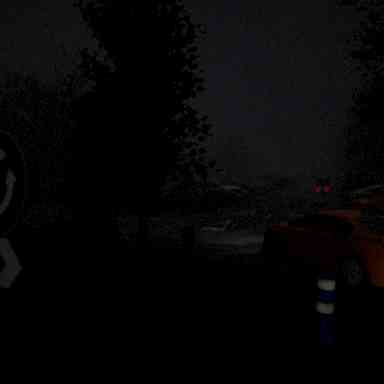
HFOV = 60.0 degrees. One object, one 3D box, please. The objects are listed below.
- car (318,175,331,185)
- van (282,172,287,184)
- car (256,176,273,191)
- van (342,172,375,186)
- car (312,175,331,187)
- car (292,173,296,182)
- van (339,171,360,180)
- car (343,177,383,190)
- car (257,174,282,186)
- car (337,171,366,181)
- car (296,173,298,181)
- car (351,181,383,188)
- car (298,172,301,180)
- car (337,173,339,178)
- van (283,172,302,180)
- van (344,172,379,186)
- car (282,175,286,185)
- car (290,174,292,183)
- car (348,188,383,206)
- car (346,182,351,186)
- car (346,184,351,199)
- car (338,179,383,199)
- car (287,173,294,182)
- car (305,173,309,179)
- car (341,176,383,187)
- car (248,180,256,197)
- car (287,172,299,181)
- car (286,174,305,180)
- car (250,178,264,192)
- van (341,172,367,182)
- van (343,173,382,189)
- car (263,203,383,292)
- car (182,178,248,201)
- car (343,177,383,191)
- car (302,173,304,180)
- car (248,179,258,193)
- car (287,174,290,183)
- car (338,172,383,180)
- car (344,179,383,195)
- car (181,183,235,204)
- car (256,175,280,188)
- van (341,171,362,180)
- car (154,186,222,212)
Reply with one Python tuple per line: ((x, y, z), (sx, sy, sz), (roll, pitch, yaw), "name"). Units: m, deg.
((23.301, -2.171, 58.332), (1.882, 1.535, 5.008), (0, 4, 23), "car")
((12.601, -1.941, 53.775), (4.442, 1.987, 1.878), (0, 4, 23), "van")
((6.895, -0.848, 41.307), (5.366, 1.575, 1.946), (0, 4, 23), "car")
((25.466, -2.012, 51.167), (4.442, 1.987, 1.878), (0, 4, 23), "van")
((19.232, -1.532, 48.895), (2.128, 1.511, 4.902), (0, 4, 23), "car")
((16.716, -2.396, 64.087), (5.366, 1.575, 1.946), (0, 4, 23), "car")
((38.655, -4.039, 81.759), (4.442, 1.987, 1.878), (0, 3, 23), "van")
((21.227, -1.074, 40.971), (4.792, 1.488, 2.163), (0, 4, 23), "car")
((10.331, -1.502, 48.728), (4.553, 1.767, 2.185), (0, 4, 23), "car")
((35.448, -3.558, 74.098), (5.566, 2.045, 2.435), (0, 4, 23), "car")
((17.989, -2.559, 66.555), (4.892, 1.521, 2.231), (0, 4, 23), "car")
((11.430, 0.472, 18.241), (4.553, 1.767, 2.185), (0, 4, 23), "car")
((20.007, -2.901, 71.720), (5.366, 1.575, 1.946), (0, 4, 23), "car")
((26.641, -2.205, 53.669), (5.566, 2.045, 2.435), (0, 4, 23), "car")
((25.551, -3.966, 84.404), (4.442, 1.987, 1.878), (0, 4, 23), "van")
((24.585, -1.842, 48.536), (4.442, 1.987, 1.878), (0, 4, 23), "van")
((11.428, -1.519, 51.280), (4.792, 1.488, 2.163), (0, 4, 23), "car")
((14.666, -2.025, 58.937), (4.792, 1.488, 2.163), (0, 4, 23), "car")
((10.304, 0.790, 15.725), (5.008, 1.535, 2.097), (0, 4, 23), "car")
((13.541, 0.262, 23.227), (4.674, 1.452, 2.002), (0, 4, 23), "car")
((12.422, 0.443, 20.699), (4.792, 1.488, 2.163), (0, 4, 23), "car")
((14.466, 0.025, 25.834), (5.366, 1.575, 1.946), (0, 4, 23), "car")
((15.763, -2.193, 61.482), (4.792, 1.488, 2.163), (0, 4, 23), "car")
((26.781, -4.159, 86.889), (5.566, 2.045, 2.435), (0, 4, 23), "car")
((23.392, -1.449, 46.054), (5.008, 1.535, 2.097), (0, 4, 23), "car")
((2.801, -0.069, 30.877), (5.366, 1.575, 1.946), (0, 4, 23), "car")
((19.074, -2.727, 69.105), (4.892, 1.521, 2.231), (0, 4, 23), "car")
((27.874, -4.017, 89.428), (4.792, 1.488, 2.163), (0, 3, 23), "car")
((4.654, -0.457, 36.110), (5.366, 1.575, 1.946), (0, 4, 23), "car")
((32.298, -3.027, 66.425), (4.442, 1.987, 1.878), (0, 4, 23), "van")
((22.183, -1.503, 43.532), (4.442, 1.987, 1.878), (0, 4, 23), "van")
((3.643, 1.172, 8.216), (1.882, 1.535, 5.008), (1, 1, -17), "car")
((1.555, -0.125, 28.379), (5.566, 2.045, 2.435), (0, 4, 23), "car")
((20.184, -0.902, 38.553), (4.792, 1.488, 2.163), (0, 4, 23), "car")
((23.463, -3.403, 79.284), (5.008, 1.535, 2.097), (0, 4, 23), "car")
((3.734, -0.259, 33.492), (4.892, 1.521, 2.231), (0, 4, 23), "car")
((13.569, -1.856, 56.393), (4.792, 1.488, 2.163), (0, 4, 23), "car")
((16.846, -0.606, 30.807), (5.566, 2.045, 2.435), (0, 4, 23), "car")
((17.893, -0.518, 33.385), (4.792, 1.488, 2.163), (0, 4, 23), "car")
((0.443, 0.318, 25.862), (5.008, 1.535, 2.097), (0, 4, 23), "car")
((8.283, -1.024, 43.591), (5.366, 1.575, 1.946), (0, 4, 23), "car")
((36.677, -3.700, 76.582), (4.442, 1.987, 1.878), (0, 4, 23), "van")
((-0.685, 0.540, 23.335), (4.792, 1.488, 2.163), (0, 4, 23), "car")
